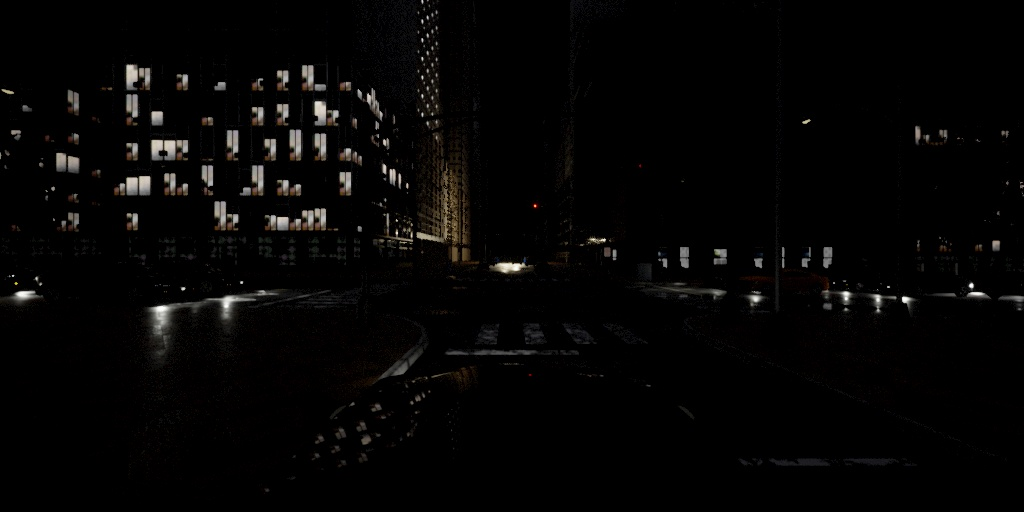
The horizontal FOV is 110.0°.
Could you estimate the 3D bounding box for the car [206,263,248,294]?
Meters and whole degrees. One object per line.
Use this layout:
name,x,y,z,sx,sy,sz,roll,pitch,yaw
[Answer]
car,-15.524,0.994,17.264,4.892,1.490,1.837,1,0,-3

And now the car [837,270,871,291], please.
car,25.618,1.738,25.929,4.892,1.490,1.837,1,0,-3

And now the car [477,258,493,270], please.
car,-4.086,1.339,52.087,1.802,1.307,4.207,0,0,0

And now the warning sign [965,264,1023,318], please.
warning sign,17.262,1.203,12.818,1.060,1.860,1.300,0,0,-3

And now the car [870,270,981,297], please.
car,26.129,1.749,22.700,4.892,1.490,1.837,1,0,-3

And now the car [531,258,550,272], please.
car,3.873,1.326,46.604,1.948,1.339,4.313,0,0,0

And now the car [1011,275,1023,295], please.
car,35.916,2.020,23.159,4.718,1.301,1.895,1,0,-3

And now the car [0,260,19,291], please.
car,-24.429,0.890,16.844,4.181,1.385,1.994,1,0,-3

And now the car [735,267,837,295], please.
car,16.729,1.553,22.253,5.008,1.535,1.882,1,0,-3

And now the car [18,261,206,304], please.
car,-15.373,0.997,14.018,4.892,1.490,1.837,1,0,-3

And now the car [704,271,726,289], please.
car,16.320,1.544,25.487,5.008,1.535,1.882,1,0,-3
